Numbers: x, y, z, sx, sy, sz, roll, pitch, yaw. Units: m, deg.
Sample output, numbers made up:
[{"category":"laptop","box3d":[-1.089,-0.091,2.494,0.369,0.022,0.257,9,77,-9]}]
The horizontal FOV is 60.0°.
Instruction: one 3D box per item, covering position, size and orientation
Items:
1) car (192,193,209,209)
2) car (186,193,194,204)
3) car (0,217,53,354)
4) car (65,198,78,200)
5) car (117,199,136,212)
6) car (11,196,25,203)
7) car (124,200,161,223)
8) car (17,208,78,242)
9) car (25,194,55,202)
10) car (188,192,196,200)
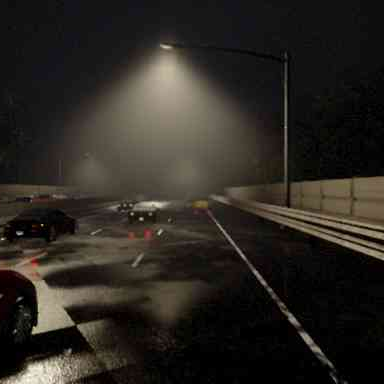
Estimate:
[{"category":"car","box3d":[1.235,1.323,42.075,1.801,1.575,5.366,0,0,0]},{"category":"car","box3d":[0.014,1.357,60.441,1.812,1.442,4.674,0,0,0]},{"category":"car","box3d":[-3.401,1.341,3.239,2.097,1.767,4.553,0,0,0]},{"category":"car","box3d":[-17.565,1.457,48.233,1.895,1.301,4.718,0,0,0]},{"category":"car","box3d":[-6.895,1.426,36.665,2.033,1.411,5.357,0,0,0]},{"category":"car","box3d":[-24.552,1.381,48.714,1.812,1.442,4.674,0,0,0]},{"category":"car","box3d":[-3.393,1.515,24.561,1.895,1.301,4.718,0,0,0]},{"category":"car","box3d":[-6.895,1.471,15.624,1.812,1.442,4.674,0,0,0]},{"category":"car","box3d":[-21.068,1.211,47.058,2.097,1.767,4.553,0,0,0]},{"category":"car","box3d":[0.019,1.004,82.025,2.097,1.767,4.553,0,0,0]}]
